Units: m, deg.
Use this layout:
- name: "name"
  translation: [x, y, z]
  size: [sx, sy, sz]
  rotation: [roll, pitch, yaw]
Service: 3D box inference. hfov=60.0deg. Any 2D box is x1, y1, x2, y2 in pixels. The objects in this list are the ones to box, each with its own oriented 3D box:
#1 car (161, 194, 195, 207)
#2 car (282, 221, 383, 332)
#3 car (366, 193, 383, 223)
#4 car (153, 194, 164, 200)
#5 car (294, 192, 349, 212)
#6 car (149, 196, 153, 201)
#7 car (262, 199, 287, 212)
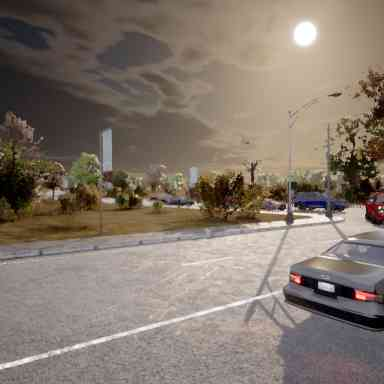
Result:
- name: "car"
  translation: [-1.807, 1.393, 49.239]
  size: [2.033, 1.411, 5.357]
  rotation: [-1, 0, -39]
- name: "car"
  translation: [4.143, 1.528, 6.719]
  size: [5.357, 1.411, 2.033]
  rotation: [0, 0, -36]
- name: "car"
  translation: [13.295, 1.090, 22.551]
  size: [2.150, 2.045, 5.566]
  rotation: [2, 1, 20]
- name: "car"
  translation: [-4.182, 1.176, 57.793]
  size: [2.097, 1.767, 4.553]
  rotation: [-1, 0, -39]
- name: "car"
  translation: [13.742, 1.034, 35.629]
  size: [2.150, 2.045, 5.566]
  rotation: [-1, 0, -40]
- name: "car"
  translation: [-7.658, 1.258, 73.405]
  size: [1.882, 1.535, 5.008]
  rotation: [-1, 0, -38]
- name: "car"
  translation: [8.361, 1.403, 36.643]
  size: [1.994, 1.385, 4.181]
  rotation: [-1, 0, -39]
